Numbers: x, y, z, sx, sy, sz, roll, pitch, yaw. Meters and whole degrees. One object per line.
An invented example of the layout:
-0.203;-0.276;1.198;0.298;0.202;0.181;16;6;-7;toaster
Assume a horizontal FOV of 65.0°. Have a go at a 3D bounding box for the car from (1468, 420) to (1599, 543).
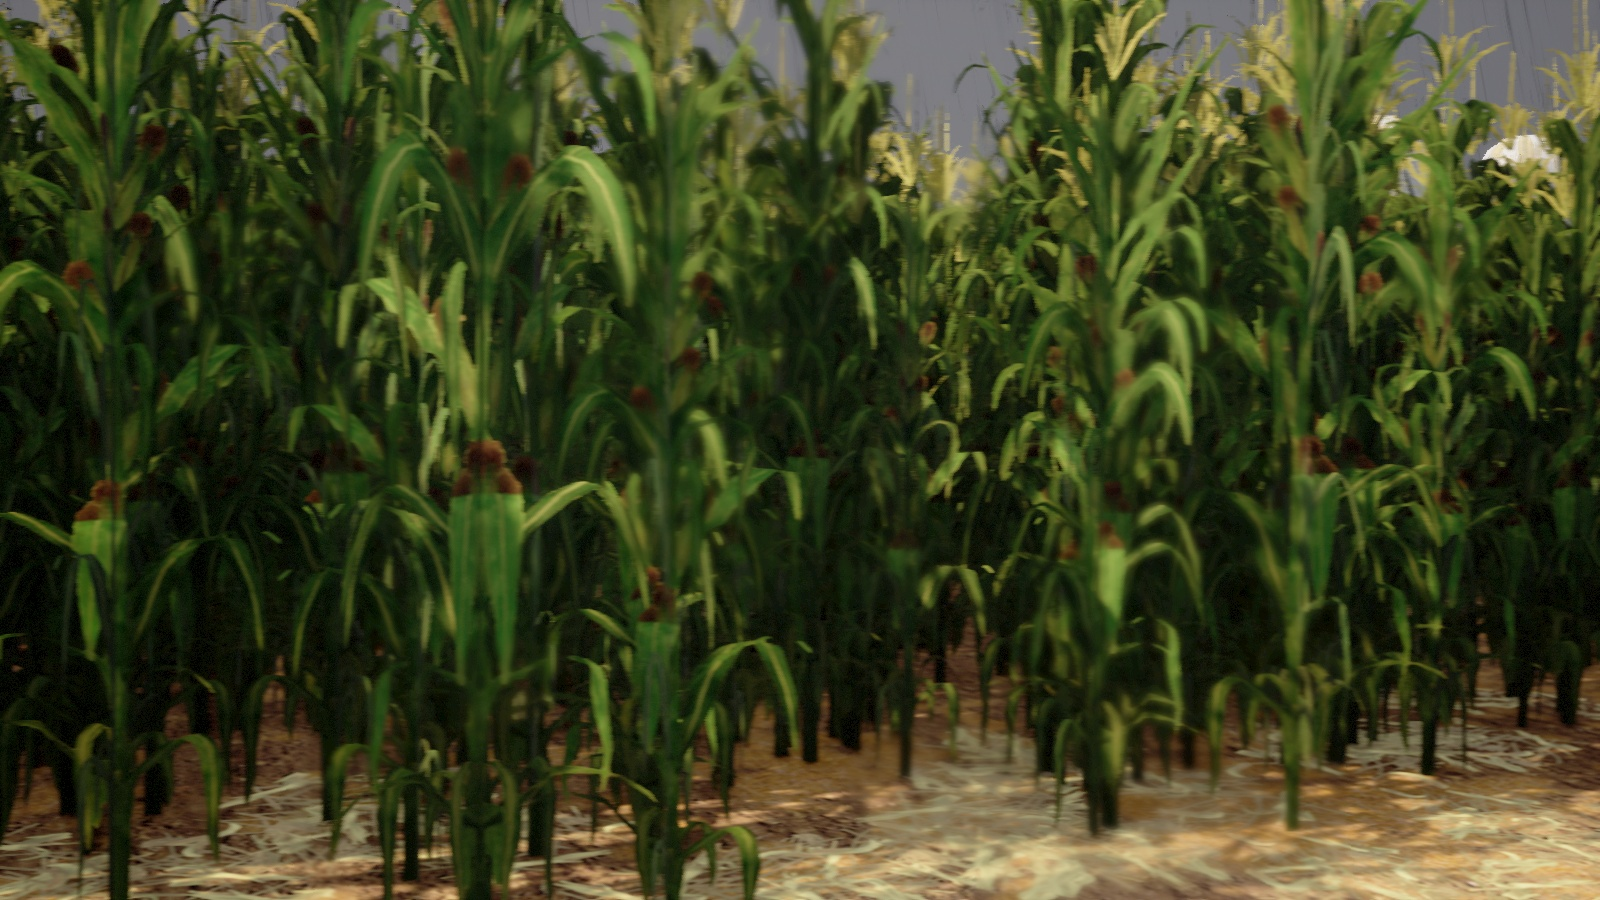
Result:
10.935;0.374;15.543;2.007;1.525;4.514;-1;1;-21;car
